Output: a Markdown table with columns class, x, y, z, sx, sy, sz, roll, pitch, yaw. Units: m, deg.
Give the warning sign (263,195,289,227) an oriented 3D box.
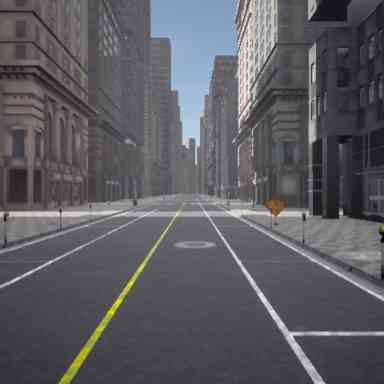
| class | x | y | z | sx | sy | sz | roll | pitch | yaw |
| --- | --- | --- | --- | --- | --- | --- | --- | --- | --- |
| warning sign | 5.064 | 1.115 | 20.080 | 1.300 | 1.860 | 1.060 | 0 | 0 | 0 |
